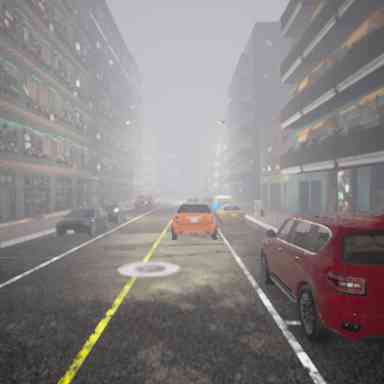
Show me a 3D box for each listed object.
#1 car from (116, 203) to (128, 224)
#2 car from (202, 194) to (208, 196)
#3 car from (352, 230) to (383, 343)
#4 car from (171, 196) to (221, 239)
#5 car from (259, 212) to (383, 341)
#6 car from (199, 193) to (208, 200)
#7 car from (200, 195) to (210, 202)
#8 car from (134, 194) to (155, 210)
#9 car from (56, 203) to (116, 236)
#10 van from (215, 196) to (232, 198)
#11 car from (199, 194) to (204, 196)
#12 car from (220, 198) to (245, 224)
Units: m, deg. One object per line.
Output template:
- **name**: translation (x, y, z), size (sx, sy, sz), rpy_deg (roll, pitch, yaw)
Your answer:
- **car**: translation (-5.692, 1.468, 23.459), size (1.947, 1.339, 4.313), rpy_deg (-1, 0, 0)
- **car**: translation (2.699, 1.329, 57.561), size (2.008, 1.369, 4.403), rpy_deg (-1, 0, 0)
- **car**: translation (2.677, 1.311, 0.714), size (2.192, 1.841, 5.009), rpy_deg (-1, 0, 0)
- **car**: translation (0.107, 1.280, 16.974), size (2.097, 1.767, 4.553), rpy_deg (0, 0, 0)
- **car**: translation (2.679, 1.287, 6.399), size (2.192, 1.841, 5.009), rpy_deg (-1, 0, 0)
- **car**: translation (2.705, 1.144, 80.300), size (1.967, 1.590, 4.097), rpy_deg (-1, 0, 0)
- **car**: translation (2.703, 1.285, 68.931), size (1.887, 1.381, 4.507), rpy_deg (-1, 0, 0)
- **car**: translation (-5.690, 1.153, 40.513), size (2.192, 1.841, 5.009), rpy_deg (-1, 0, 0)
- **car**: translation (-5.694, 1.491, 17.775), size (1.947, 1.339, 4.313), rpy_deg (-1, 0, 0)
- **van**: translation (2.687, 1.222, 29.137), size (1.690, 1.788, 3.998), rpy_deg (-1, 0, 0)
- **car**: translation (0.115, 1.381, 41.829), size (2.033, 1.411, 5.357), rpy_deg (0, 0, 0)
- **car**: translation (2.688, 1.427, 23.623), size (1.752, 1.417, 4.829), rpy_deg (-1, 0, 0)
